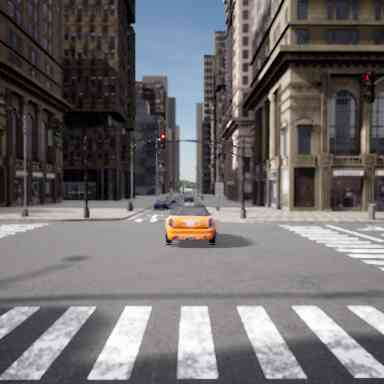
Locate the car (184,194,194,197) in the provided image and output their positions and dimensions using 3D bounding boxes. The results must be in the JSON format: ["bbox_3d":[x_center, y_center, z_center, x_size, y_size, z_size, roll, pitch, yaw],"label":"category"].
[{"bbox_3d":[-0.608,1.364,62.905,1.837,1.490,4.892,0,0,-1],"label":"car"}]

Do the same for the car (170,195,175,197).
[{"bbox_3d":[-3.620,1.376,57.189,1.837,1.490,4.892,0,0,0],"label":"car"}]

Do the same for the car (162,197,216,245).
[{"bbox_3d":[-0.072,1.299,15.442,2.097,1.767,4.553,0,0,-1],"label":"car"}]

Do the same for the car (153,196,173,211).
[{"bbox_3d":[-3.497,1.510,39.697,1.895,1.301,4.718,0,0,0],"label":"car"}]
